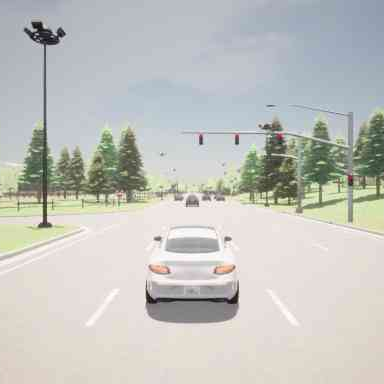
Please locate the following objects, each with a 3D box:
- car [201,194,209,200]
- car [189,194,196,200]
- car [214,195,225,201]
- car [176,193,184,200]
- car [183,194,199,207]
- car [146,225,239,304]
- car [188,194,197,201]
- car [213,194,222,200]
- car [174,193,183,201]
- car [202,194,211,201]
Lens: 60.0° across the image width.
[{"bbox_3d":[3.625,1.372,92.954,2.033,1.411,5.357,0,0,0],"label":"car"},{"bbox_3d":[0.125,1.332,92.959,1.837,1.490,4.892,0,0,0],"label":"car"},{"bbox_3d":[7.111,1.517,82.529,2.128,1.511,4.902,0,0,0],"label":"car"},{"bbox_3d":[-3.375,1.188,92.933,2.097,1.767,4.553,0,0,0],"label":"car"},{"bbox_3d":[0.070,1.352,51.896,2.097,1.767,4.553,0,0,0],"label":"car"},{"bbox_3d":[0.017,1.526,8.022,1.812,1.442,4.674,0,0,0],"label":"car"},{"bbox_3d":[0.111,1.348,82.925,2.097,1.767,4.553,0,0,0],"label":"car"},{"bbox_3d":[7.125,1.385,92.949,1.994,1.385,4.181,0,0,0],"label":"car"},{"bbox_3d":[-3.389,1.544,82.927,1.994,1.385,4.181,0,0,0],"label":"car"},{"bbox_3d":[3.611,1.348,82.921,2.097,1.767,4.553,0,0,0],"label":"car"}]
